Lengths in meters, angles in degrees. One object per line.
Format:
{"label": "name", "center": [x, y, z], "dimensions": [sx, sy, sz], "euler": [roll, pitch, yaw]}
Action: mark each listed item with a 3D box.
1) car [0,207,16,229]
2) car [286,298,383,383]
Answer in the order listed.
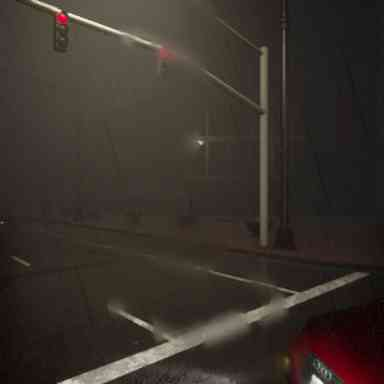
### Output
{"label": "car", "center": [-13.298, 1.725, 22.263], "dimensions": [2.128, 1.511, 4.902], "euler": [0, -1, -42]}
{"label": "car", "center": [3.142, 1.604, 3.366], "dimensions": [4.181, 1.385, 1.994], "euler": [-1, 1, -9]}
